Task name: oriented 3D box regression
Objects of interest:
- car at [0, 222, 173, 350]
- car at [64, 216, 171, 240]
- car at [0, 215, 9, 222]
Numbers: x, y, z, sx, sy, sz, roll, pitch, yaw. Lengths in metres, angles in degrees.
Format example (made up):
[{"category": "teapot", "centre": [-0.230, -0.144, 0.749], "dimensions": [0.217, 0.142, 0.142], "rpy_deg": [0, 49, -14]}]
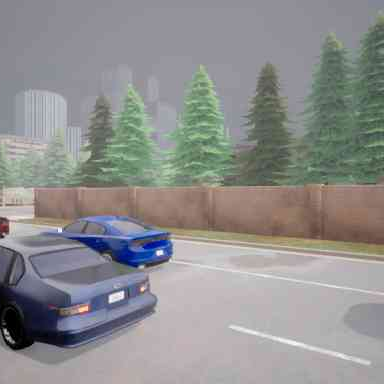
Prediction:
[{"category": "car", "centre": [-3.126, 1.547, 6.214], "dimensions": [5.357, 1.411, 2.033], "rpy_deg": [0, 0, 35]}, {"category": "car", "centre": [-2.880, 1.478, 10.345], "dimensions": [5.008, 1.535, 1.882], "rpy_deg": [0, 0, 35]}, {"category": "car", "centre": [-10.708, 1.478, 15.926], "dimensions": [5.008, 1.535, 1.882], "rpy_deg": [0, 0, 35]}]
